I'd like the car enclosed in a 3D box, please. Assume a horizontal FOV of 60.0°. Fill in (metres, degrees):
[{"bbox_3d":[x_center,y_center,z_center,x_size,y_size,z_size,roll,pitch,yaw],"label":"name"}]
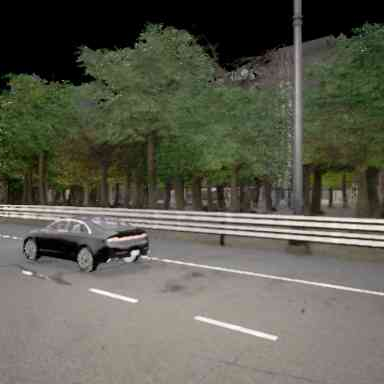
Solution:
[{"bbox_3d":[-3.549,1.509,10.719,4.902,1.511,2.128,0,0,36],"label":"car"}]
